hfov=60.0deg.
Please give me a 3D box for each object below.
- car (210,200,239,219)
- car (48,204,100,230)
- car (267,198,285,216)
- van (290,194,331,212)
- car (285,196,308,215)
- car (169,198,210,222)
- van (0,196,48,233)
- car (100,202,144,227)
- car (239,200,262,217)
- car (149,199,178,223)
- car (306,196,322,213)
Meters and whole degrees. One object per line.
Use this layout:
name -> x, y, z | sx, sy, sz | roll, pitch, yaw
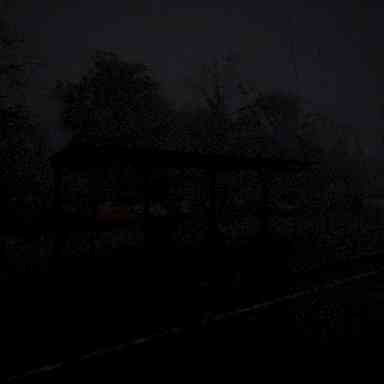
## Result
car -> 1.224, 1.424, 27.599 | 2.097, 1.535, 5.008 | 0, 0, -36
car -> -7.804, 1.504, 21.133 | 2.002, 1.452, 4.674 | 0, 0, -36
car -> 5.725, 1.436, 30.845 | 2.163, 1.488, 4.792 | 0, 0, -36
van -> 12.581, 1.155, 35.568 | 1.878, 1.987, 4.442 | 0, 0, -36
car -> 8.107, 1.394, 32.284 | 1.946, 1.575, 5.366 | 0, 0, -36
car -> -1.050, 1.308, 26.005 | 2.185, 1.767, 4.553 | 0, 0, -36
van -> -10.131, 1.249, 19.616 | 1.878, 1.987, 4.442 | 0, 0, -36
car -> -5.543, 1.453, 22.747 | 2.097, 1.535, 5.008 | 0, 0, -36
car -> 3.488, 1.416, 29.203 | 2.231, 1.521, 4.892 | 0, 0, -36
car -> -3.287, 1.484, 24.363 | 2.002, 1.452, 4.674 | 0, 0, -36
car -> 10.240, 1.418, 34.075 | 2.163, 1.488, 4.792 | 0, 0, -36
